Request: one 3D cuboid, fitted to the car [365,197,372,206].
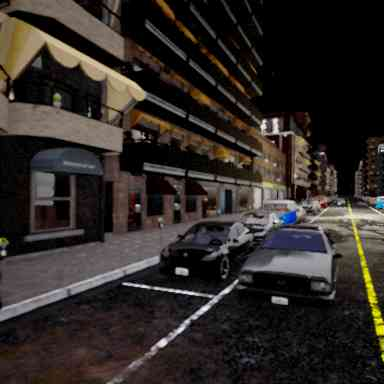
[{"bbox_3d":[34.131,1.815,62.375,1.752,1.417,4.829,1,0,25],"label":"car"}]

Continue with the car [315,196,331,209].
[{"bbox_3d":[19.431,1.517,50.589,2.192,1.841,5.009,1,0,25],"label":"car"}]

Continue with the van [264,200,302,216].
[{"bbox_3d":[5.370,1.412,20.274,1.690,1.788,3.998,1,0,25],"label":"van"}]

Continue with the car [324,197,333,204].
[{"bbox_3d":[31.145,1.899,75.853,1.802,1.307,4.206,1,0,25],"label":"car"}]

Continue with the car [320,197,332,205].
[{"bbox_3d":[26.458,1.816,65.748,1.887,1.381,4.507,1,0,25],"label":"car"}]

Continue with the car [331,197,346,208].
[{"bbox_3d":[24.308,1.723,54.744,2.128,1.511,4.902,0,0,25],"label":"car"}]

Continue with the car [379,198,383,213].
[{"bbox_3d":[22.413,1.702,37.111,1.752,1.417,4.829,1,0,25],"label":"car"}]

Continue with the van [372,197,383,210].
[{"bbox_3d":[27.033,1.562,47.063,1.690,1.788,3.998,1,0,25],"label":"van"}]

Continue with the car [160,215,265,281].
[{"bbox_3d":[0.678,1.594,10.170,1.947,1.339,4.313,1,0,25],"label":"car"}]

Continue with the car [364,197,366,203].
[{"bbox_3d":[36.403,1.857,67.273,1.887,1.381,4.507,1,0,25],"label":"car"}]

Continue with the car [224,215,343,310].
[{"bbox_3d":[2.709,1.578,8.416,2.033,1.411,5.357,0,0,25],"label":"car"}]

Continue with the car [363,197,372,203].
[{"bbox_3d":[43.434,1.927,82.431,1.887,1.381,4.507,1,0,25],"label":"car"}]

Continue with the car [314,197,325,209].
[{"bbox_3d":[14.669,1.683,40.331,1.752,1.417,4.829,1,0,25],"label":"car"}]

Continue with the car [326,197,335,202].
[{"bbox_3d":[35.833,1.909,85.958,1.887,1.381,4.507,1,0,25],"label":"car"}]

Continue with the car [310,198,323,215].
[{"bbox_3d":[12.396,1.687,35.431,2.008,1.369,4.403,1,0,25],"label":"car"}]

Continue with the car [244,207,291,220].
[{"bbox_3d":[3.022,1.600,15.222,2.008,1.369,4.403,1,0,25],"label":"car"}]

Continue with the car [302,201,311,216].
[{"bbox_3d":[7.639,1.617,25.173,1.752,1.417,4.829,1,0,25],"label":"car"}]
